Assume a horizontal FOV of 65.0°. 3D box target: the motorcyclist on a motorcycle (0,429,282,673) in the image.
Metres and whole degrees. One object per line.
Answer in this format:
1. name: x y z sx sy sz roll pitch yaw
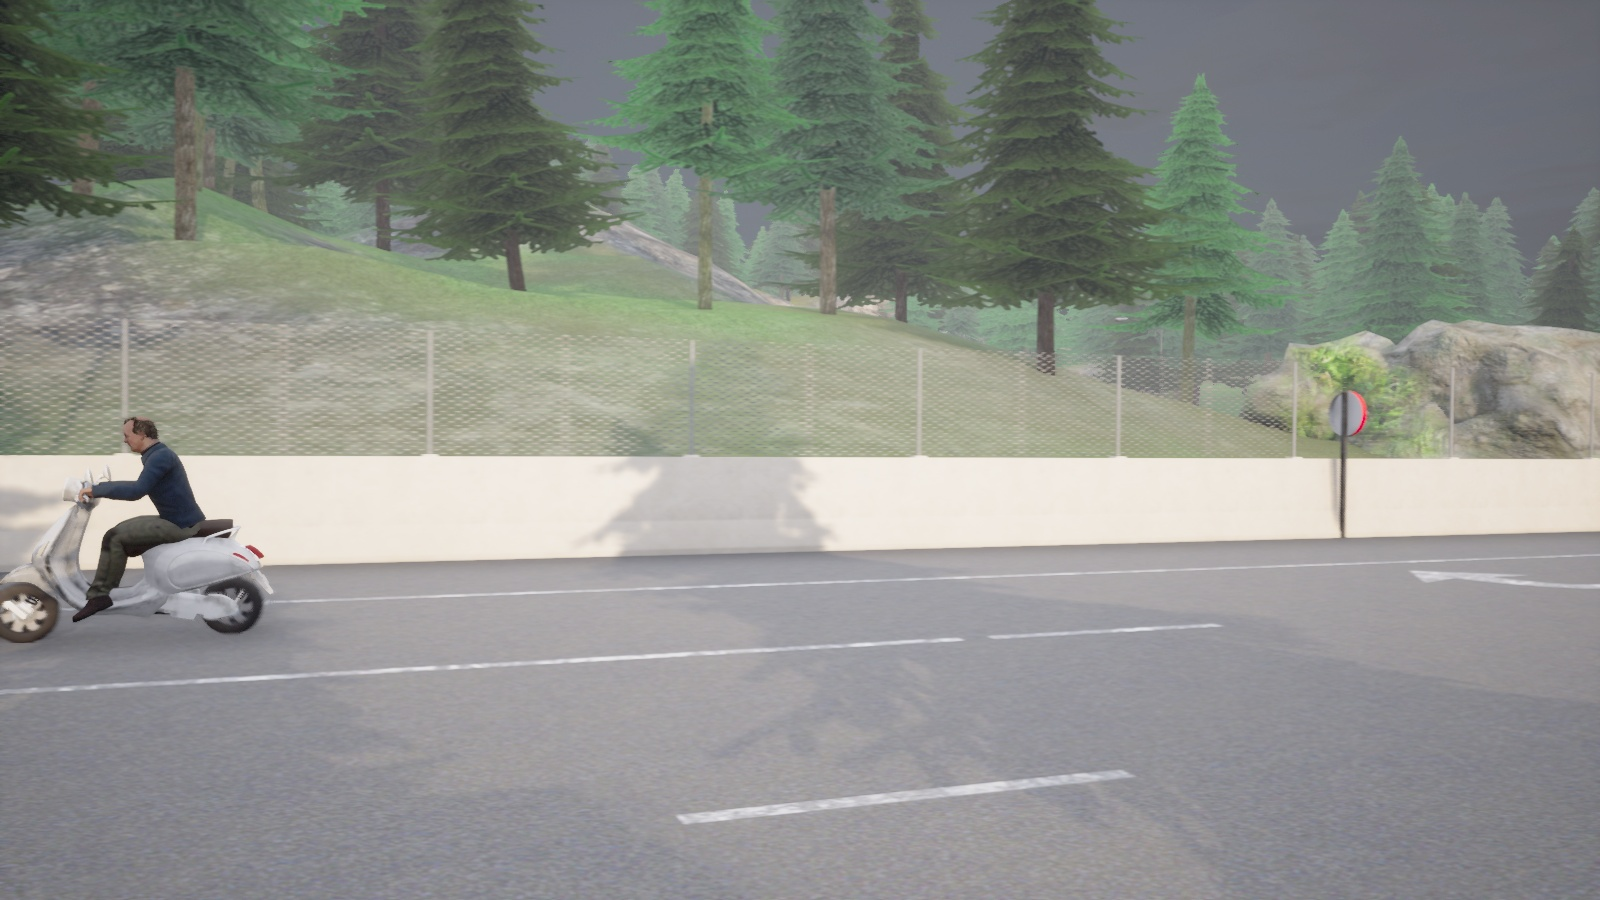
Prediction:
1. motorcyclist on a motorcycle: -4.700 0.657 8.941 1.817 1.590 0.866 -1 1 -21
